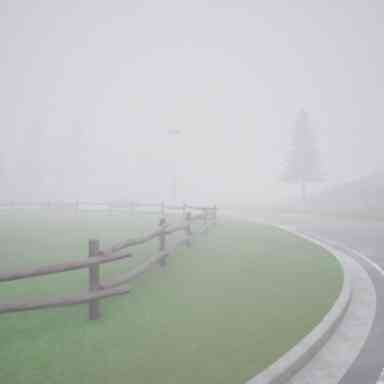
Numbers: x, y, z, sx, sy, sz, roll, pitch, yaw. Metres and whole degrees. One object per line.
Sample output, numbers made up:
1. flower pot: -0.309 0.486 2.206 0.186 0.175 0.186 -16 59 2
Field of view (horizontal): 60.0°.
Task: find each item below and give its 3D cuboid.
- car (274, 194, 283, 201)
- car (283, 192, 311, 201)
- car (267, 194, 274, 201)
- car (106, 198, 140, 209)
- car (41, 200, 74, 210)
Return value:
1. car: 23.169 1.461 82.335 4.674 1.442 1.812 0 0 -33
2. car: 25.023 1.142 79.369 5.566 2.045 2.150 0 0 -33
3. car: 21.311 1.312 85.303 4.553 1.767 2.097 0 0 -33
4. car: -9.814 1.635 47.223 5.008 1.535 1.882 0 0 23
5. car: -18.245 1.789 45.315 4.181 1.385 1.994 0 0 -2
